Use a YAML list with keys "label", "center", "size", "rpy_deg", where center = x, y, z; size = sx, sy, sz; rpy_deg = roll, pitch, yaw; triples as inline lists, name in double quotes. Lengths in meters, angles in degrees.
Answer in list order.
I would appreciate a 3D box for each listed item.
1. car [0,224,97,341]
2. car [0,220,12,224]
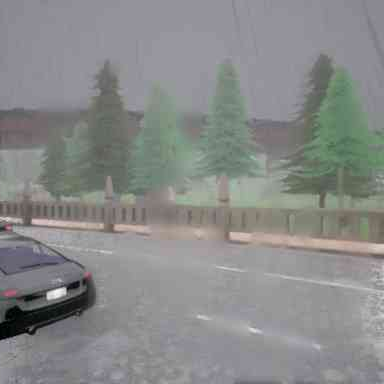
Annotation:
- label: "car"
  center: [-3.760, 1.510, 6.149]
  size: [4.181, 1.385, 1.994]
  rpy_deg: [0, 0, 32]
- label: "car"
  center: [-9.515, 1.429, 13.399]
  size: [5.357, 1.411, 2.033]
  rpy_deg: [0, 0, 27]
